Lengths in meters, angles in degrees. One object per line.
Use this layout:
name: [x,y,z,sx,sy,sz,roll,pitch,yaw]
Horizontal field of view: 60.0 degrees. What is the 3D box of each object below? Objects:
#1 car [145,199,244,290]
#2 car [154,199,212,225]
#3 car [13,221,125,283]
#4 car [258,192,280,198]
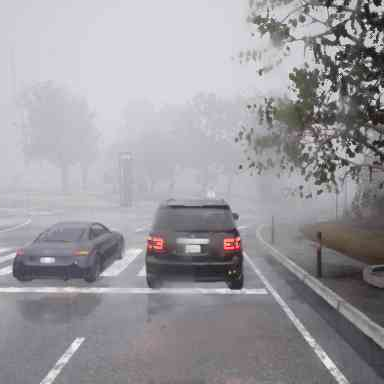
car: [0.147,1.198,9.232,2.150,2.045,5.566,0,0,3]
car: [-0.527,1.360,23.964,2.128,1.511,4.902,2,0,26]
car: [-3.291,1.538,9.687,1.994,1.385,4.181,0,0,1]
car: [15.179,0.567,66.038,1.895,1.301,4.718,-1,2,-28]
